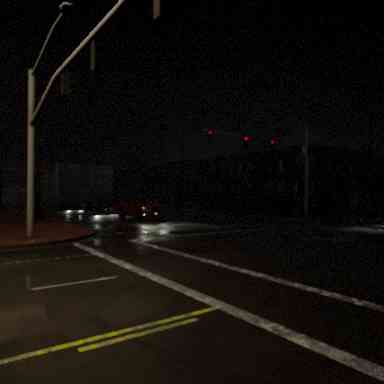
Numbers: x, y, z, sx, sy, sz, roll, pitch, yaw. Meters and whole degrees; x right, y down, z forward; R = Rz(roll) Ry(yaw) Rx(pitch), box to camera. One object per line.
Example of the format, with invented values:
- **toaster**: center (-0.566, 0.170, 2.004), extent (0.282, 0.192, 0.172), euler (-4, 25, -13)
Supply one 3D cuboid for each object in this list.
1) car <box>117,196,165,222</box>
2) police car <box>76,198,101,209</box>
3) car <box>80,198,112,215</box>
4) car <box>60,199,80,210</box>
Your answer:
- **car**: center (-4.400, 1.330, 28.068), extent (2.150, 2.045, 5.566), euler (1, 0, -36)
- **police car**: center (-15.519, 1.642, 49.747), extent (2.038, 1.542, 4.974), euler (1, 0, -36)
- **car**: center (-10.290, 1.612, 36.278), extent (1.837, 1.490, 4.892), euler (1, 0, -36)
- **car**: center (-16.279, 1.633, 44.647), extent (1.812, 1.442, 4.674), euler (1, 0, -36)
